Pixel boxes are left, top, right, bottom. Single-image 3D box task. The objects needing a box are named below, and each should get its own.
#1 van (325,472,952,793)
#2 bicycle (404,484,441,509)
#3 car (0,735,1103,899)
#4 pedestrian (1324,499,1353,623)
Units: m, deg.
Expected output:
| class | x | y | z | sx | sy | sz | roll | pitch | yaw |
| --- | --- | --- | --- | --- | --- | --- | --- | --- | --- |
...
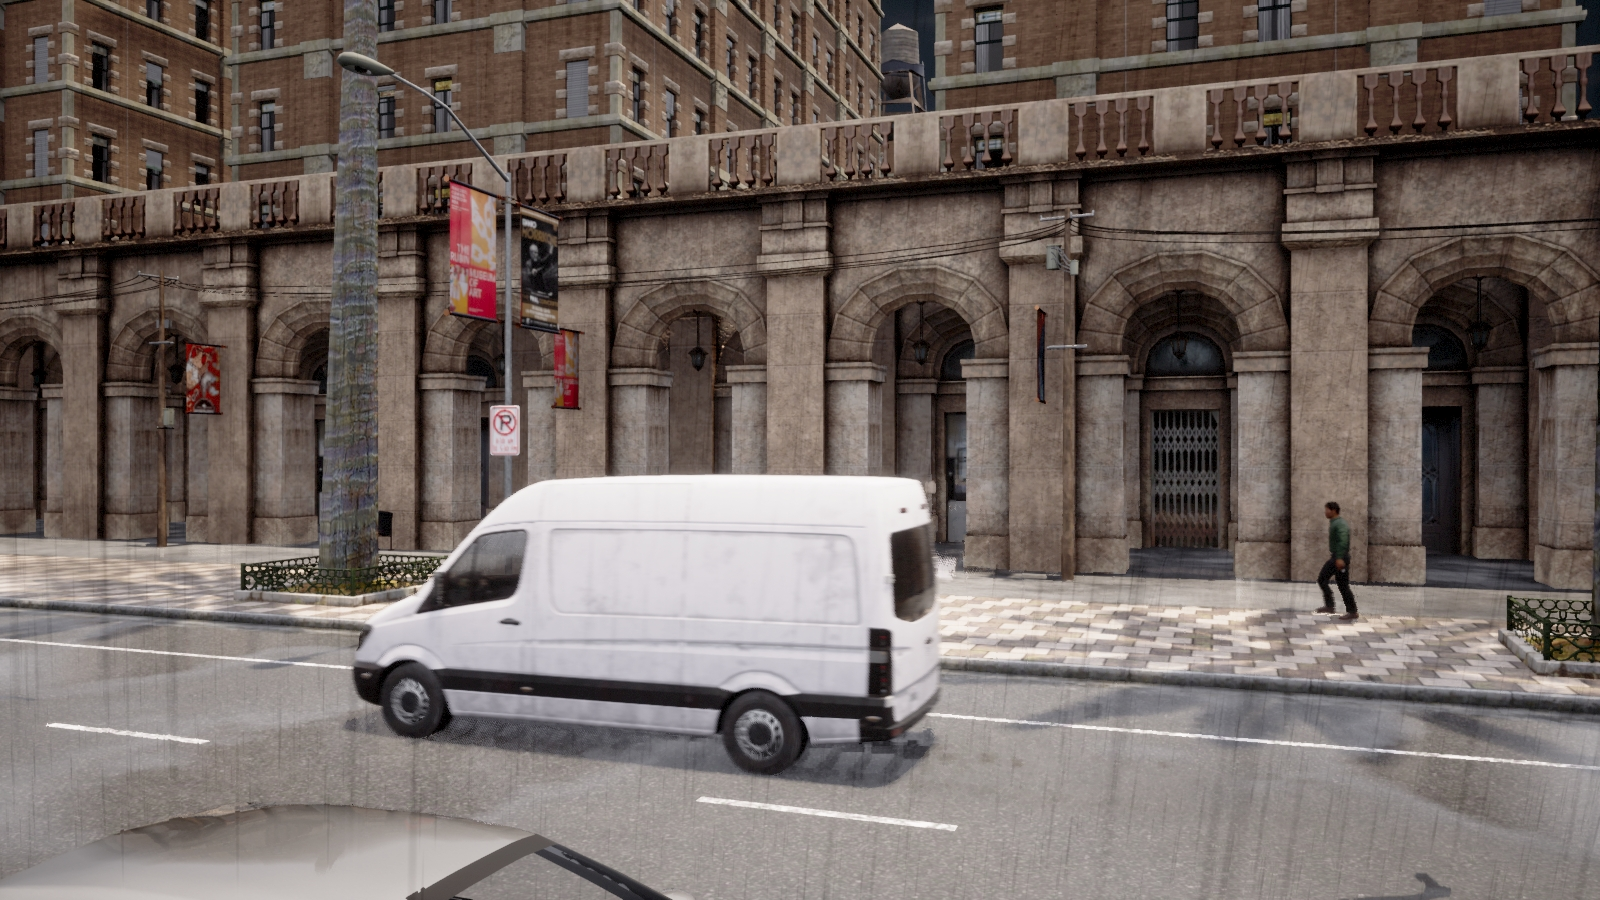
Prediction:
| class | x | y | z | sx | sy | sz | roll | pitch | yaw |
| --- | --- | --- | --- | --- | --- | --- | --- | --- | --- |
| van | -1.625 | 1.537 | 11.331 | 5.915 | 2.561 | 1.988 | 0 | 0 | 20 |
| bicycle | -18.059 | 2.224 | 54.649 | 1.835 | 1.171 | 0.329 | 0 | 0 | 19 |
| car | -1.248 | 2.067 | 3.754 | 4.193 | 1.474 | 1.816 | 0 | 0 | 20 |
| pedestrian | 8.307 | 1.697 | 17.621 | 0.375 | 1.860 | 0.375 | 0 | 0 | 20 |
